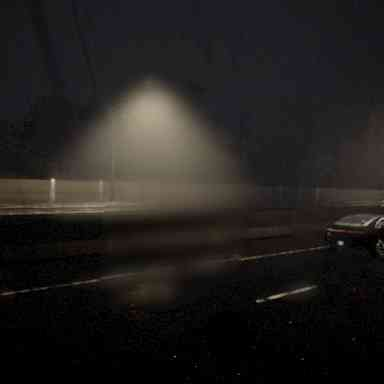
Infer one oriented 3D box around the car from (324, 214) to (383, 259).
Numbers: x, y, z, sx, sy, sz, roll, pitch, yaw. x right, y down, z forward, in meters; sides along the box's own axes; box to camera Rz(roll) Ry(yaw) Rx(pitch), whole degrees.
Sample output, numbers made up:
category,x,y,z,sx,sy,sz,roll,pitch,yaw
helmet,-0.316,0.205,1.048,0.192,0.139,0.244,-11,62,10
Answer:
category,x,y,z,sx,sy,sz,roll,pitch,yaw
car,7.337,1.647,13.369,4.902,1.511,2.128,1,0,-35
